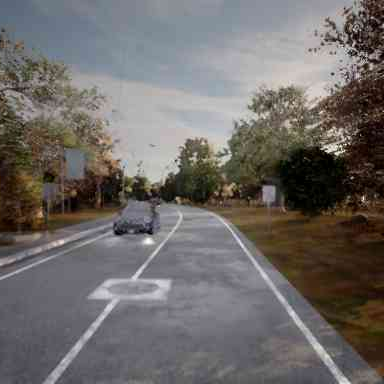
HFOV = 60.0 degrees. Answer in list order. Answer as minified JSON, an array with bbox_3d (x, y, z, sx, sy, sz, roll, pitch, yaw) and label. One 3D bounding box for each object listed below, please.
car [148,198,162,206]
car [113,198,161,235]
[{"bbox_3d":[-6.752,1.740,59.931,1.994,1.385,4.181,1,0,-13],"label":"car"},{"bbox_3d":[-3.063,1.432,19.223,2.097,1.767,4.553,0,0,1],"label":"car"}]
